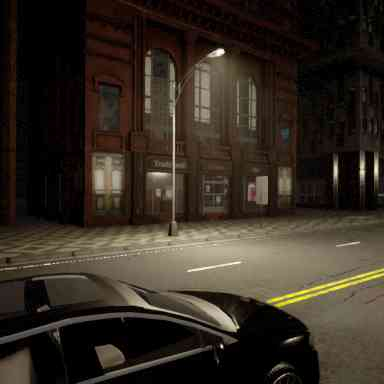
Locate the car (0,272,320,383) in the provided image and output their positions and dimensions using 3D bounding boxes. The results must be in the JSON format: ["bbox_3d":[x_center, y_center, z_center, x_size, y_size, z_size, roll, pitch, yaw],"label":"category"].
[{"bbox_3d":[-0.922,1.492,2.782,4.902,1.511,2.128,0,0,-35],"label":"car"}]
